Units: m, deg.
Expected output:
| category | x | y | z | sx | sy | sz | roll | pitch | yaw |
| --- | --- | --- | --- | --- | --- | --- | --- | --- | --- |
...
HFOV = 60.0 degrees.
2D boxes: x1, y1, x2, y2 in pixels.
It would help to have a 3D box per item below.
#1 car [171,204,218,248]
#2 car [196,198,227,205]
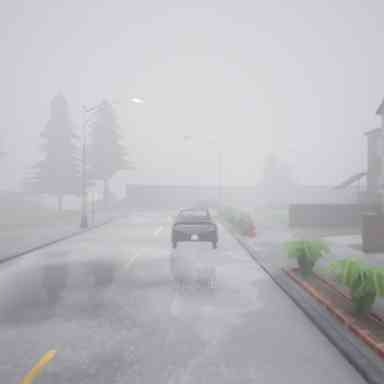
| category | x | y | z | sx | sy | sz | roll | pitch | yaw |
| --- | --- | --- | --- | --- | --- | --- | --- | --- | --- |
| car | 0.105 | 1.488 | 14.837 | 2.128 | 1.511 | 4.902 | 0 | 0 | 0 |
| car | 2.395 | 1.497 | 40.270 | 1.837 | 1.490 | 4.892 | -4 | -3 | 39 |
